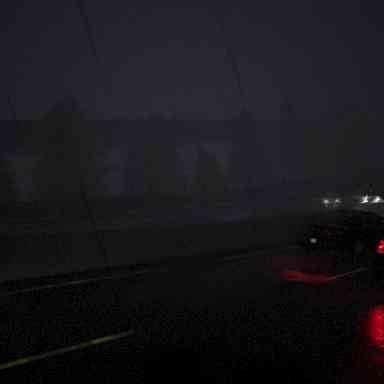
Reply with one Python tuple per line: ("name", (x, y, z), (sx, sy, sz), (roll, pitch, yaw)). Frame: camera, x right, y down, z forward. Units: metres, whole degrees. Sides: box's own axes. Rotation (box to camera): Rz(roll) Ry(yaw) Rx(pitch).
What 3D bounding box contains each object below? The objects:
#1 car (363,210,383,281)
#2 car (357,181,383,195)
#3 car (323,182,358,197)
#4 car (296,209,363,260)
("car", (6.645, 1.297, 8.483), (4.553, 1.767, 2.097), (-2, 1, -35))
("car", (19.984, -0.496, 35.405), (4.181, 1.385, 1.994), (-9, 5, -35))
("car", (17.120, -0.383, 37.663), (5.357, 1.411, 2.033), (-9, 5, -35))
("car", (5.984, 1.381, 12.310), (5.008, 1.535, 1.882), (-2, 1, -35))
